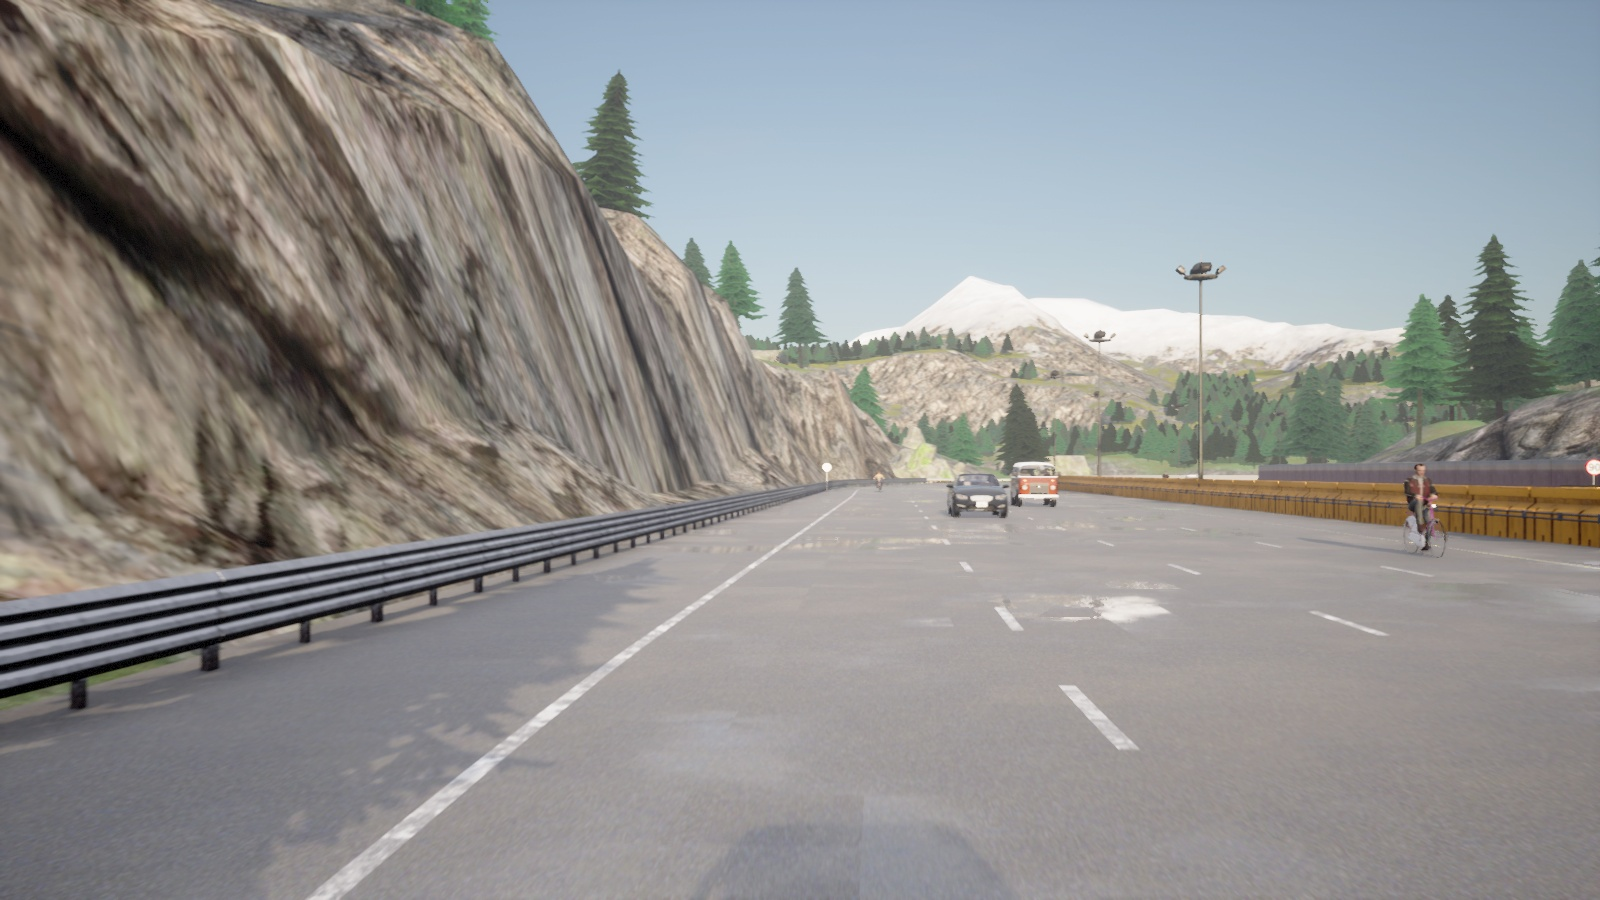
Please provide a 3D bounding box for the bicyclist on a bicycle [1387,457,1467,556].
[{"bbox_3d":[11.729,1.036,23.544,0.659,1.776,1.843,0,-1,4],"label":"bicyclist on a bicycle"}]

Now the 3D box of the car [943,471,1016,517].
[{"bbox_3d":[6.111,1.473,43.271,2.128,1.511,4.902,0,-1,4],"label":"car"}]

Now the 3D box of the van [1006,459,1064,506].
[{"bbox_3d":[10.561,1.451,56.695,2.069,2.038,4.480,0,-1,4],"label":"van"}]
